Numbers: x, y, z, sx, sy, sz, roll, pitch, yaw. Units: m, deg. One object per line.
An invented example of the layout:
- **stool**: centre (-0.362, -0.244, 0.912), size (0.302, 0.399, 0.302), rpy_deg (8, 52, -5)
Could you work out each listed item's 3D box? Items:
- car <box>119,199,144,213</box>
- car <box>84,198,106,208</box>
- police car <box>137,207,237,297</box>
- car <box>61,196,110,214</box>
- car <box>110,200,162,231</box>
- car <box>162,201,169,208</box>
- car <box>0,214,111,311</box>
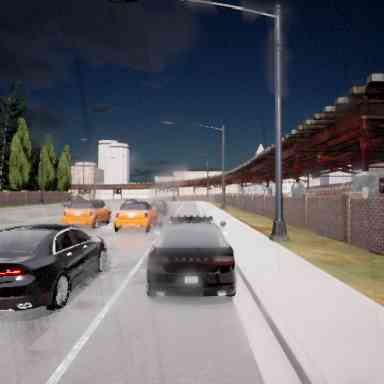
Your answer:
- **car**: centre (-6.822, 1.580, 37.908), size (1.994, 1.385, 4.181), rpy_deg (0, 0, 0)
- **car**: centre (-13.972, 1.584, 48.143), size (1.994, 1.385, 4.181), rpy_deg (0, 0, 0)
- **police car**: centre (-0.012, 1.428, 8.762), size (1.930, 1.638, 5.238), rpy_deg (0, 0, 0)
- **car**: centre (-6.828, 1.360, 22.032), size (2.097, 1.767, 4.553), rpy_deg (0, 0, 0)
- **car**: centre (-3.336, 1.361, 20.609), size (2.097, 1.767, 4.553), rpy_deg (0, 0, 0)
- **car**: centre (-3.355, 1.562, 33.542), size (2.033, 1.411, 5.357), rpy_deg (0, 0, 0)
- **car**: centre (-3.395, 1.509, 7.778), size (1.837, 1.490, 4.892), rpy_deg (0, 0, 0)
